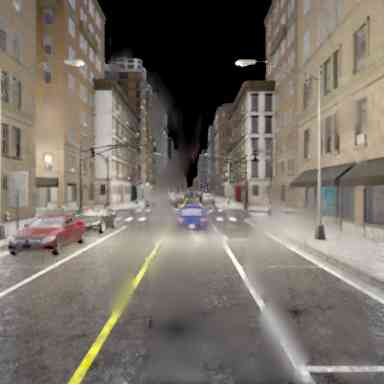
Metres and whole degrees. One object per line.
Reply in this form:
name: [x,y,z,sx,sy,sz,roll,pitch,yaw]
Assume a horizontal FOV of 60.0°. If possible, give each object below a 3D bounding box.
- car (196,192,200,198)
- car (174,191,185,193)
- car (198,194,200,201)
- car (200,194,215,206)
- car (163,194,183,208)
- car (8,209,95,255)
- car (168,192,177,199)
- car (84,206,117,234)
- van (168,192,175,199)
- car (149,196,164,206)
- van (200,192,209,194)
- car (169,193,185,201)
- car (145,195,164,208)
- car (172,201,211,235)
car: [2.610,1.046,72.547,2.192,1.841,5.009,0,0,0]
car: [-2.786,1.204,73.949,1.882,1.535,5.008,0,0,0]
car: [2.612,1.353,61.736,1.802,1.307,4.206,0,0,0]
car: [2.615,1.362,50.923,2.008,1.369,4.403,0,0,0]
car: [-2.838,1.378,45.968,2.033,1.411,5.357,0,0,4]
car: [-5.393,1.535,12.955,1.802,1.307,4.206,0,0,0]
car: [-5.481,0.966,94.166,2.192,1.841,5.009,0,0,0]
car: [-5.396,1.484,18.636,2.008,1.369,4.403,0,0,0]
van: [-5.473,1.012,88.760,1.690,1.788,3.998,0,0,0]
car: [-5.419,1.338,50.748,1.752,1.417,4.829,0,0,0]
van: [2.614,1.132,56.329,1.690,1.788,3.998,0,0,0]
car: [-2.797,1.303,60.198,1.812,1.442,4.674,0,0,0]
car: [-5.411,1.383,45.512,2.008,1.369,4.403,0,0,0]
car: [0.010,1.460,18.092,1.812,1.442,4.674,0,0,0]
